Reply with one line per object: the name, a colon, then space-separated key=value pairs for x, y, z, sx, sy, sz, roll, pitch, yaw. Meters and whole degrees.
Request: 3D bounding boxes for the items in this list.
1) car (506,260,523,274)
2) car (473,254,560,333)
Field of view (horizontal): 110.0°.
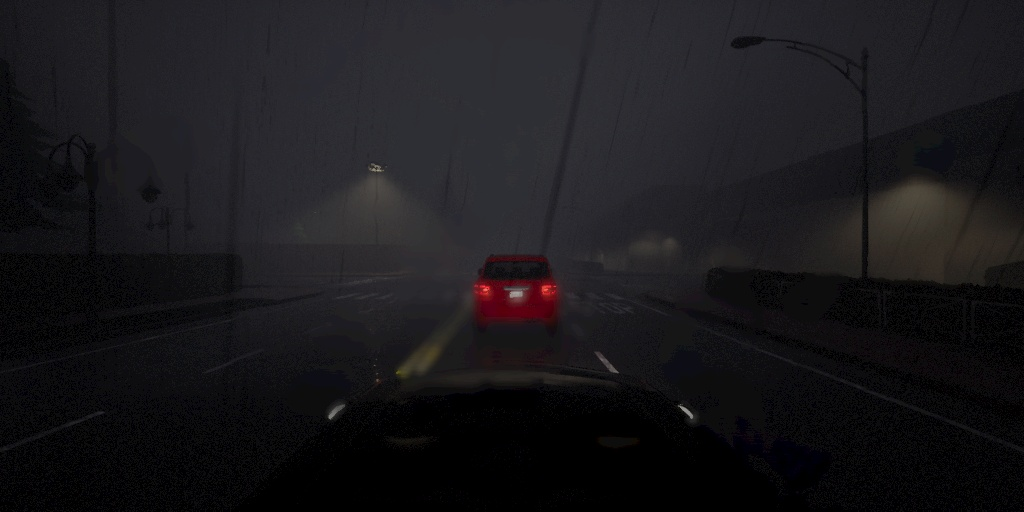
car: x=0.326 y=1.226 z=42.972 sx=1.882 sy=1.535 sz=5.008 roll=0 pitch=0 yaw=1
car: x=0.122 y=0.972 z=10.846 sx=2.150 sy=2.045 sz=5.566 roll=0 pitch=0 yaw=0
